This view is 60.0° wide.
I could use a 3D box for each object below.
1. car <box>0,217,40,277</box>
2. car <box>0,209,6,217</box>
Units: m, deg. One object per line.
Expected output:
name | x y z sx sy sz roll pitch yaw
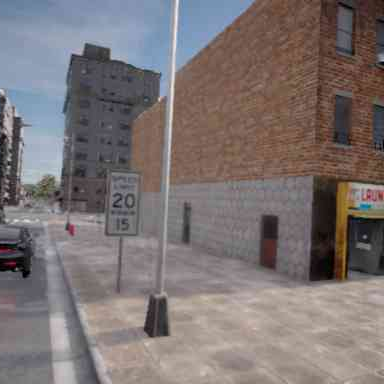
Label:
car | -6.299 1.808 11.104 1.837 1.490 4.892 4 -3 -23
car | -18.005 2.258 30.176 2.033 1.411 5.357 4 -3 -24
